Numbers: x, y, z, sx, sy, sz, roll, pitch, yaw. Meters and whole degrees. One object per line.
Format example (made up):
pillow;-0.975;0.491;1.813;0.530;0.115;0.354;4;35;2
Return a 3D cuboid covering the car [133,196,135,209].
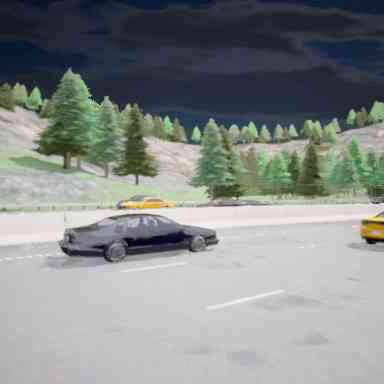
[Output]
car;-3.999;1.206;30.595;5.008;1.535;1.882;0;0;-31

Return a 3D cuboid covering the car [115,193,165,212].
car;-5.312;1.043;33.881;4.553;1.767;2.097;0;1;-31

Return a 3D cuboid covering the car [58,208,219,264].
car;-1.651;1.442;11.410;5.357;1.411;2.033;0;0;-33

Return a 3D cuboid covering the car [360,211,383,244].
car;9.231;1.437;14.036;5.008;1.535;1.882;0;0;-30
